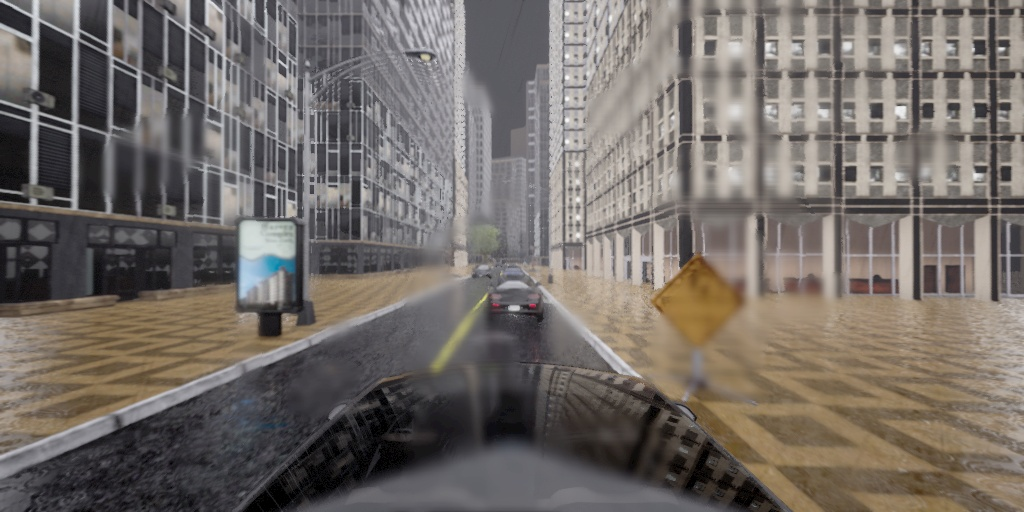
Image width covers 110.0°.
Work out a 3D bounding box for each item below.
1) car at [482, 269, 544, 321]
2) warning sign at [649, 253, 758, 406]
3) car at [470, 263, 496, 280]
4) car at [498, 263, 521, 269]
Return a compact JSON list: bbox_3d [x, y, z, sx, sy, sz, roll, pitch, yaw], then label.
[{"bbox_3d":[0.078,1.370,12.742,1.812,1.442,4.674,0,0,0],"label":"car"},{"bbox_3d":[2.515,0.892,4.863,1.300,1.860,1.060,0,0,0],"label":"warning sign"},{"bbox_3d":[-2.874,1.564,35.294,1.812,1.442,4.674,0,-1,0],"label":"car"},{"bbox_3d":[0.072,1.539,29.968,2.033,1.411,5.357,0,-1,0],"label":"car"}]
